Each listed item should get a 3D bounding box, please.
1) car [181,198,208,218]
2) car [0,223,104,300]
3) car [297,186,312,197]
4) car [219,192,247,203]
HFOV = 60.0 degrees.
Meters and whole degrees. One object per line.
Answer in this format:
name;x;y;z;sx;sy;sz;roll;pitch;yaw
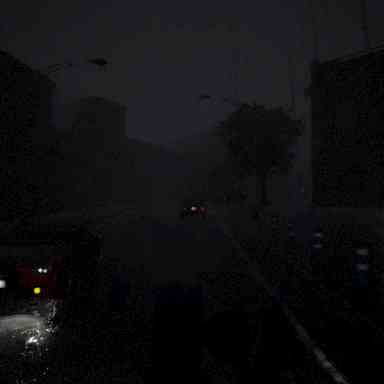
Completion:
car;0.185;1.129;25.072;2.033;1.411;5.357;0;1;2
car;-3.593;1.491;8.182;1.994;1.385;4.181;0;1;0
car;19.146;-0.187;53.134;4.553;1.767;2.097;-3;-1;-6
car;5.215;0.628;41.892;1.994;1.385;4.181;-1;1;37
